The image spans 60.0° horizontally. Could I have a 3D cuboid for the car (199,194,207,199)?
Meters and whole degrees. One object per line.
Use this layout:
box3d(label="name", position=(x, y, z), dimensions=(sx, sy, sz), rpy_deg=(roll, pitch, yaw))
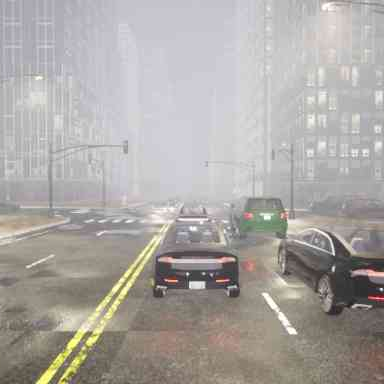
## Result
box3d(label="car", position=(3.008, 1.291, 91.278), dimensions=(1.994, 1.385, 4.181), rpy_deg=(0, 0, 0))

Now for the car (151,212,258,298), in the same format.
box3d(label="car", position=(0.078, 1.487, 8.502), dimensions=(2.128, 1.511, 4.902), rpy_deg=(0, 0, 0))

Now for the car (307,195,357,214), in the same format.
box3d(label="car", position=(15.436, 1.327, 35.896), dimensions=(5.566, 2.045, 2.150), rpy_deg=(1, 1, 1))

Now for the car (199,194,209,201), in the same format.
box3d(label="car", position=(3.035, 1.510, 81.306), dimensions=(1.895, 1.301, 4.718), rpy_deg=(0, 0, 0))

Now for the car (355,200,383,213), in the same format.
box3d(label="car", position=(21.708, 1.641, 38.407), dimensions=(4.829, 1.417, 1.752), rpy_deg=(1, 0, 1))

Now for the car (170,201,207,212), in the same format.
box3d(label="car", position=(0.052, 1.482, 17.687), dimensions=(2.128, 1.511, 4.902), rpy_deg=(0, 0, 0))

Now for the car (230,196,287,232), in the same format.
box3d(label="car", position=(3.304, 1.212, 17.335), dimensions=(2.150, 2.045, 5.566), rpy_deg=(0, 0, 0))

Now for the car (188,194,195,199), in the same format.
box3d(label="car", position=(-0.242, 1.333, 91.300), dimensions=(1.895, 1.301, 4.718), rpy_deg=(0, 0, 0))

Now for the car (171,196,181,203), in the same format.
box3d(label="car", position=(-3.438, 1.490, 70.617), dimensions=(1.994, 1.385, 4.181), rpy_deg=(0, 0, 0))

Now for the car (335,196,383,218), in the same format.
box3d(label="car", position=(16.121, 1.518, 30.106), dimensions=(5.009, 1.841, 2.192), rpy_deg=(1, 0, 1))

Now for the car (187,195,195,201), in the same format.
box3d(label="car", position=(-0.214, 1.455, 80.853), dimensions=(2.033, 1.411, 5.357), rpy_deg=(0, 0, 0))

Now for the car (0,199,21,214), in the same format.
box3d(label="car", position=(-19.481, 1.406, 33.185), dimensions=(4.181, 1.385, 1.994), rpy_deg=(1, 1, 1))

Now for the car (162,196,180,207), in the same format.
box3d(label="car", position=(-3.478, 1.453, 51.380), dimensions=(2.128, 1.511, 4.902), rpy_deg=(0, 0, 0))

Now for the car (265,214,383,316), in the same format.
box3d(label="car", position=(3.327, 1.488, 7.493), dimensions=(2.128, 1.511, 4.902), rpy_deg=(0, 0, 0))
